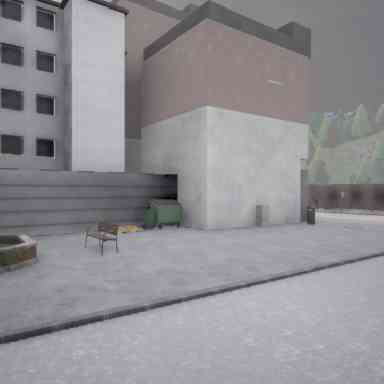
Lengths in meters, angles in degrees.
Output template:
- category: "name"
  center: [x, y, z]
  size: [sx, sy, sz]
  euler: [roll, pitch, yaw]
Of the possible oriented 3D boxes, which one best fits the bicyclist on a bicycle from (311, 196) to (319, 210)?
- category: "bicyclist on a bicycle"
  center: [14.704, 1.349, 39.842]
  size: [1.656, 1.620, 0.582]
  euler: [0, 0, -36]
